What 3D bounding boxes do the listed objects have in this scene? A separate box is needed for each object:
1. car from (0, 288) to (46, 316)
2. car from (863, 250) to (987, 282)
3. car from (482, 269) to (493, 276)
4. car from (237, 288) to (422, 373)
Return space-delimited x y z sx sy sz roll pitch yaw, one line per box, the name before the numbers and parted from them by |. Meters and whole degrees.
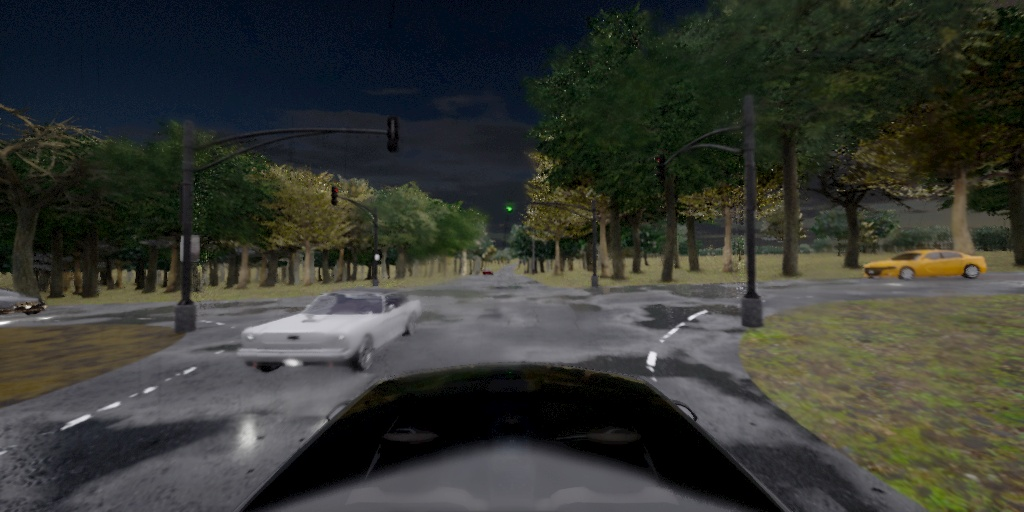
car | -25.357 2.255 17.119 4.892 1.490 1.837 -2 -1 3
car | 21.476 0.478 18.837 5.008 1.535 1.882 -3 -1 2
car | -4.335 2.921 64.467 1.895 1.301 4.718 0 -2 -1
car | -3.478 1.415 7.904 1.895 1.301 4.718 0 -1 0
